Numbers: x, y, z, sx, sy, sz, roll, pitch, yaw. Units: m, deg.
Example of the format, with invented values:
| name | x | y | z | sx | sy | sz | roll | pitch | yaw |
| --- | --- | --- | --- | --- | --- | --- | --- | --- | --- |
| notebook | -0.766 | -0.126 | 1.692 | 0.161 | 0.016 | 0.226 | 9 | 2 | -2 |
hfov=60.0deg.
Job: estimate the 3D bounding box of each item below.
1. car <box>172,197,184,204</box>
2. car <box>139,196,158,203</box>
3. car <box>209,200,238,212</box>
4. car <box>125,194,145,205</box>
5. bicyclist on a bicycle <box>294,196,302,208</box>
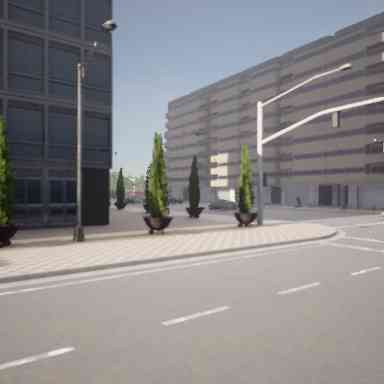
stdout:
| name | x | y | z | sx | sy | sz | roll | pitch | yaw |
| --- | --- | --- | --- | --- | --- | --- | --- | --- | --- |
| car | -3.490 | 1.639 | 62.131 | 1.895 | 1.301 | 4.718 | 0 | 0 | -35 |
| car | -9.231 | 1.629 | 70.192 | 1.895 | 1.301 | 4.718 | 0 | 0 | -35 |
| car | 3.889 | 1.581 | 39.235 | 1.994 | 1.385 | 4.181 | 0 | 0 | -35 |
| car | -10.019 | 1.510 | 59.104 | 2.128 | 1.511 | 4.902 | 0 | 0 | -35 |
| bicyclist on a bicycle | 14.011 | 1.350 | 43.936 | 1.656 | 1.620 | 0.582 | 0 | 0 | -35 |
